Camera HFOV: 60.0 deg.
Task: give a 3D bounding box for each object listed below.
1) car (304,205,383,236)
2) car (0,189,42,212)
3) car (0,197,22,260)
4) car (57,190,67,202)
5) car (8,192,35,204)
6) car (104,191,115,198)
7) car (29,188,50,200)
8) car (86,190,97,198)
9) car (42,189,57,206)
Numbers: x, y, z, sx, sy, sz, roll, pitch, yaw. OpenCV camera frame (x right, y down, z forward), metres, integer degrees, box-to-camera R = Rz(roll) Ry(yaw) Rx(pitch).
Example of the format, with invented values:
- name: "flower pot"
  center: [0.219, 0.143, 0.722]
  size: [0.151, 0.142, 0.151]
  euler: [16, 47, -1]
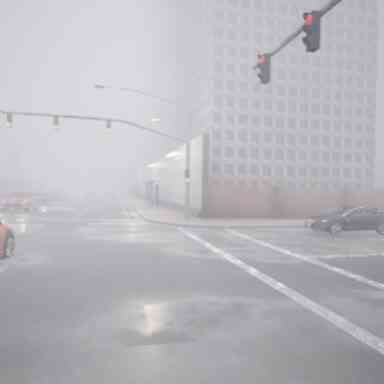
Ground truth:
- name: "car"
  center: [8.511, 1.488, 18.005]
  size: [4.902, 1.511, 2.128]
  euler: [1, 1, -13]
- name: "car"
  center: [-14.730, 0.728, 28.565]
  size: [2.097, 1.767, 4.553]
  euler: [1, 1, -13]
- name: "car"
  center: [-6.156, 1.146, 8.405]
  size: [2.097, 1.767, 4.553]
  euler: [1, 1, -13]
- name: "car"
  center: [-19.064, 0.438, 47.083]
  size: [2.097, 1.767, 4.553]
  euler: [1, 1, -13]
- name: "car"
  center: [-21.541, 0.694, 42.207]
  size: [1.895, 1.301, 4.718]
  euler: [1, 1, -13]
- name: "car"
  center: [-16.501, 0.475, 66.681]
  size: [1.994, 1.385, 4.181]
  euler: [1, 1, -13]
- name: "car"
  center: [-23.866, 0.288, 52.267]
  size: [2.097, 1.767, 4.553]
  euler: [1, 1, -13]
- name: "car"
  center: [-19.916, 0.338, 65.918]
  size: [1.882, 1.535, 5.008]
  euler: [1, 1, -13]
- name: "car"
  center: [-16.795, 0.744, 37.267]
  size: [1.837, 1.490, 4.892]
  euler: [1, 1, -13]
